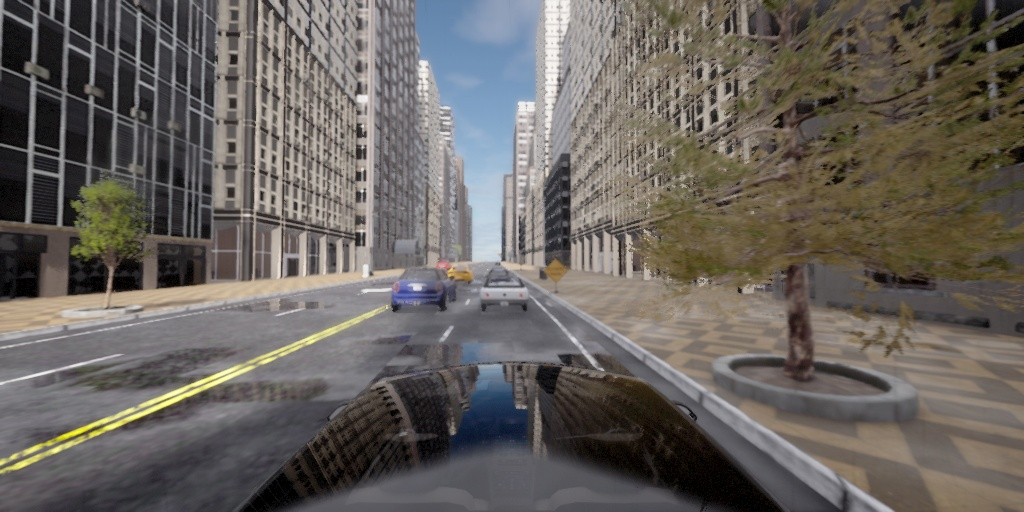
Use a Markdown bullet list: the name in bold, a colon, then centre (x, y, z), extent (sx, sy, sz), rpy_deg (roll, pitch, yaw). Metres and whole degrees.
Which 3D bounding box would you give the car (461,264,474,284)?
- **car**: centre (-4.402, 1.557, 31.259), extent (1.882, 1.535, 5.008), rpy_deg (0, 0, -2)

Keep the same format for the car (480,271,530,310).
- **car**: centre (-0.360, 1.504, 15.459), extent (1.895, 1.301, 4.718), rpy_deg (0, -1, -2)

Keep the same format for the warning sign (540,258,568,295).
- **warning sign**: centre (2.311, 1.057, 18.676), extent (1.300, 1.860, 1.060), rpy_deg (0, 0, -3)

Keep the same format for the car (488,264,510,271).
- **car**: centre (-1.123, 1.640, 30.634), extent (1.994, 1.385, 4.181), rpy_deg (0, -1, -2)

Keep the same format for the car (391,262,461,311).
- **car**: centre (-3.610, 1.252, 15.472), extent (2.097, 1.767, 4.553), rpy_deg (0, -1, -2)
